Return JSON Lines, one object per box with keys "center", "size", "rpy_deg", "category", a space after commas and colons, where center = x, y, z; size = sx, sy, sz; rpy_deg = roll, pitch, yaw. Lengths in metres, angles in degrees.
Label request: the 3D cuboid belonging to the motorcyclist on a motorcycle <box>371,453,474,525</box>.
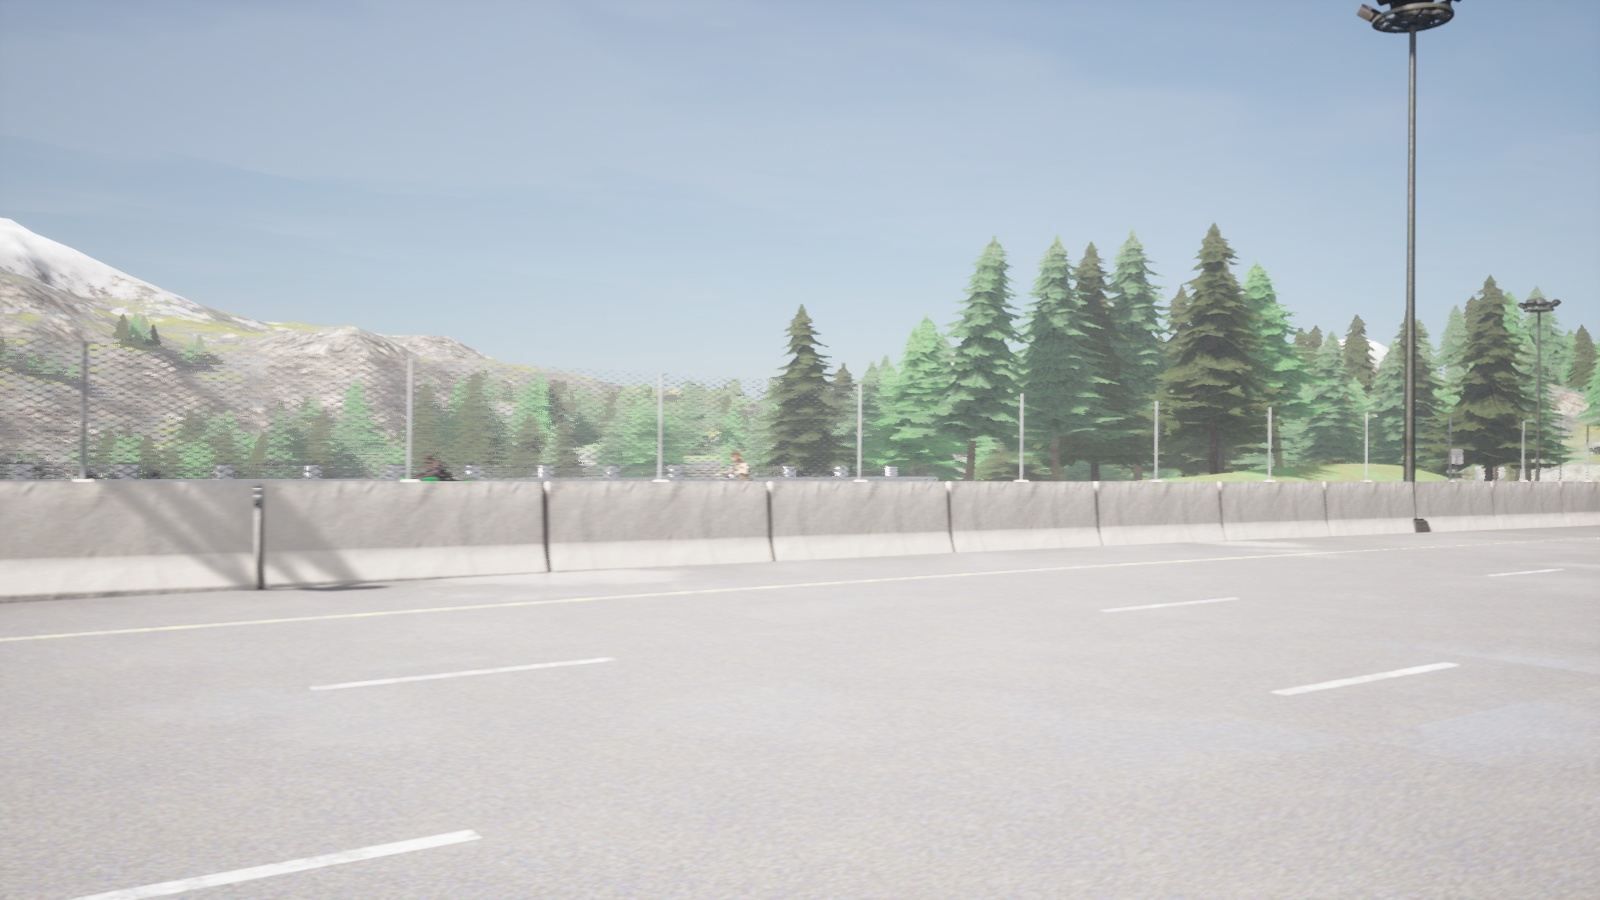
{"center": [-8.322, 0.835, 27.716], "size": [2.044, 1.523, 0.797], "rpy_deg": [0, 0, -35], "category": "motorcyclist on a motorcycle"}
